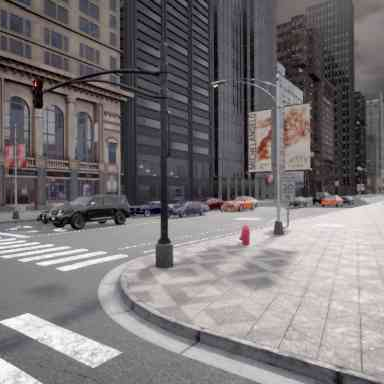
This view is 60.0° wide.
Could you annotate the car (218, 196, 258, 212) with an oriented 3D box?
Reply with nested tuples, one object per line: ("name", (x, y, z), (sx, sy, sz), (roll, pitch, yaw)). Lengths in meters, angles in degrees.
("car", (5.410, 1.269, 38.187), (2.097, 1.767, 4.553), (-1, 0, 36))

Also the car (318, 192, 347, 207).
("car", (19.970, 1.190, 47.129), (2.097, 1.767, 4.553), (-1, 0, 36))

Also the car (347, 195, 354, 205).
("car", (25.360, 1.333, 54.691), (1.837, 1.490, 4.892), (-1, 0, 36))

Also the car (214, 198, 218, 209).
("car", (1.980, 1.422, 39.006), (1.882, 1.535, 5.008), (-1, 0, 36))

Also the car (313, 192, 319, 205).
("car", (21.715, 1.076, 55.200), (2.150, 2.045, 5.566), (-1, 0, 37))

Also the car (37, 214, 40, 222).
("car", (-8.817, 1.554, 23.860), (1.994, 1.385, 4.181), (-1, 0, 36))

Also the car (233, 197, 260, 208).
("car", (7.756, 1.449, 47.050), (1.812, 1.442, 4.674), (-1, 0, 36))

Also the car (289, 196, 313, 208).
("car", (14.276, 1.369, 44.724), (1.837, 1.490, 4.892), (-1, -2, 35))

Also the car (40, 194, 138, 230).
("car", (-6.462, 1.189, 21.570), (2.150, 2.045, 5.566), (-1, 0, 35))

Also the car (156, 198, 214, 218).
("car", (-0.512, 1.489, 29.918), (2.033, 1.411, 5.357), (-1, 0, 35))

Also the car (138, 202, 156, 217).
("car", (-3.739, 1.569, 30.989), (1.895, 1.301, 4.718), (-1, 0, 35))
